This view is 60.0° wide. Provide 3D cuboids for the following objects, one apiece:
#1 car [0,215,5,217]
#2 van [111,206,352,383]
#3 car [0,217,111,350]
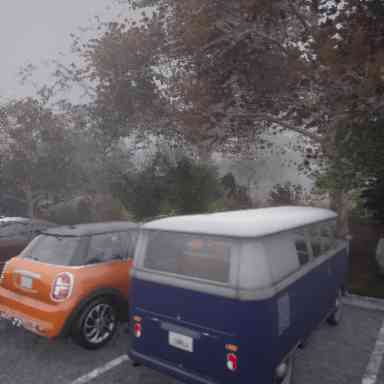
[{"bbox_3d":[-5.716,1.529,9.905,2.002,1.452,4.674,0,0,36],"label":"car"},{"bbox_3d":[1.143,1.253,5.144,1.878,1.987,4.442,0,0,36],"label":"van"},{"bbox_3d":[-1.205,1.354,6.640,2.185,1.767,4.553,0,0,36],"label":"car"}]
